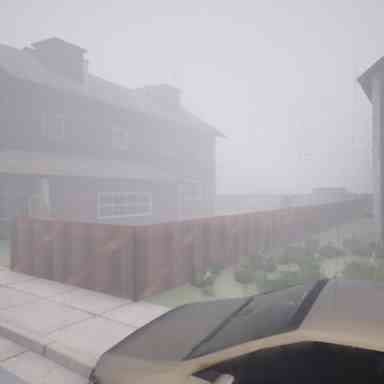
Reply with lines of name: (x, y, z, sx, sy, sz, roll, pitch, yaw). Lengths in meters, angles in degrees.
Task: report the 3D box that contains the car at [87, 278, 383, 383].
car: (1.062, 1.459, 2.463, 4.193, 1.474, 1.816, 0, 6, 33)
